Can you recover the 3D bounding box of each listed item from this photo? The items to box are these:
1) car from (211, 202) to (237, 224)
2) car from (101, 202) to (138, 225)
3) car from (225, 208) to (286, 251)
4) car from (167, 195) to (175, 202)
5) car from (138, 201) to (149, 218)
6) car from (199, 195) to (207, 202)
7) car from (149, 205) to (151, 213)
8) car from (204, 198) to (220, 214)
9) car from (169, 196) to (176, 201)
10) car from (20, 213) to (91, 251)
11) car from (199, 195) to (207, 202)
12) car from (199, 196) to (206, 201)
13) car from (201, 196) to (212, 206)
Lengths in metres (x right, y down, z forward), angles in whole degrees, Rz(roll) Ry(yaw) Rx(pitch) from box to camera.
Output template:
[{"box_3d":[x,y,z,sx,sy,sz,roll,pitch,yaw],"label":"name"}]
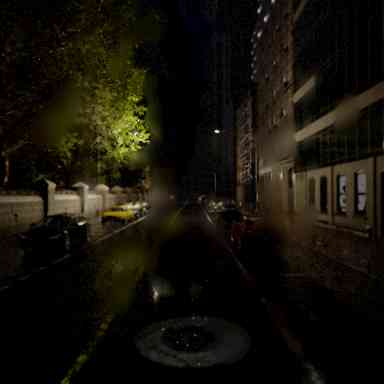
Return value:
[{"box_3d":[2.737,1.681,25.636,1.947,1.339,4.313,0,0,0],"label":"car"},{"box_3d":[-5.644,1.640,25.503,1.752,1.417,4.829,0,0,0],"label":"car"},{"box_3d":[2.719,1.613,14.274,1.887,1.381,4.507,0,0,0],"label":"car"},{"box_3d":[-5.541,1.618,88.186,2.192,1.841,5.009,1,0,0],"label":"car"},{"box_3d":[-5.635,1.688,31.357,2.008,1.369,4.403,0,0,0],"label":"car"},{"box_3d":[2.793,1.550,59.725,2.192,1.841,5.009,0,0,0],"label":"car"},{"box_3d":[-5.626,1.710,37.040,2.008,1.369,4.403,0,0,0],"label":"car"},{"box_3d":[2.755,1.710,37.000,2.008,1.369,4.403,0,0,0],"label":"car"},{"box_3d":[-5.534,1.839,93.697,1.752,1.417,4.829,1,0,0],"label":"car"},{"box_3d":[-5.662,1.619,14.309,2.008,1.369,4.403,0,0,0],"label":"car"},{"box_3d":[2.838,1.743,88.131,1.967,1.590,4.097,1,0,0],"label":"car"},{"box_3d":[2.847,1.840,93.981,1.752,1.417,4.829,1,0,0],"label":"car"},{"box_3d":[2.782,1.801,54.041,1.802,1.307,4.206,0,0,0],"label":"car"}]
